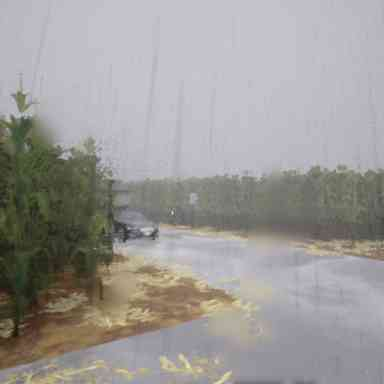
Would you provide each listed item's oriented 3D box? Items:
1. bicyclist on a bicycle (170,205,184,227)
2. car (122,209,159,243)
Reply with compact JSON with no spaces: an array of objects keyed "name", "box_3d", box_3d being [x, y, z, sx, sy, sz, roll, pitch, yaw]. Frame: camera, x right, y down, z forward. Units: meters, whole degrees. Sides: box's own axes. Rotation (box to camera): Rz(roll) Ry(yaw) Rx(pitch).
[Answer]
[{"name":"bicyclist on a bicycle","box_3d":[-0.923,1.780,24.847,1.656,1.620,0.582,1,-1,-36]},{"name":"car","box_3d":[-3.469,1.671,17.271,2.128,1.511,4.902,1,-1,-36]}]
